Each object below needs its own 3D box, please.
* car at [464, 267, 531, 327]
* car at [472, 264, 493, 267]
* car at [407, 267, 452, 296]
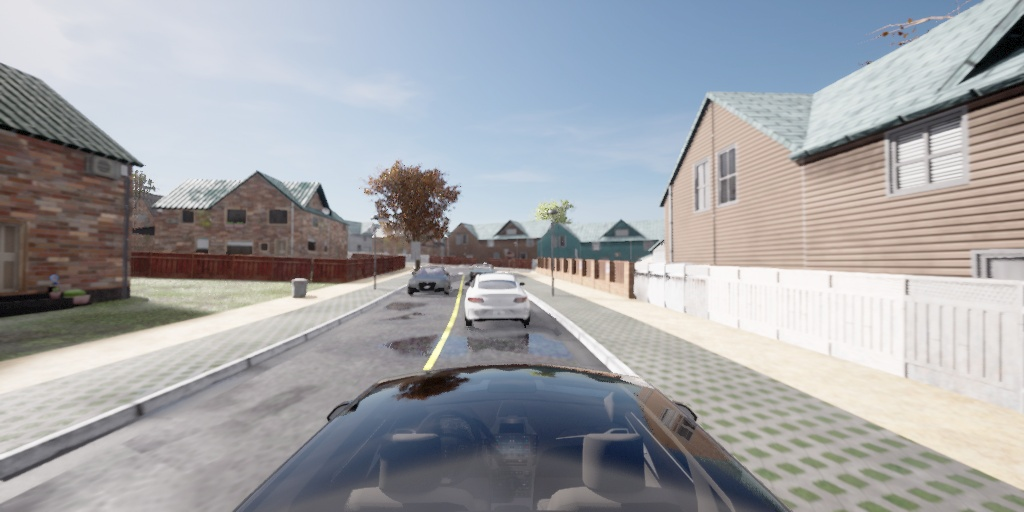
[{"bbox_3d":[-0.523,1.259,11.356,1.812,1.442,4.674,0,0,-5],"label":"car"},{"bbox_3d":[-2.266,1.253,27.217,1.895,1.301,4.718,0,0,-7],"label":"car"},{"bbox_3d":[-4.206,1.256,18.814,1.994,1.385,4.181,0,0,-7],"label":"car"}]
